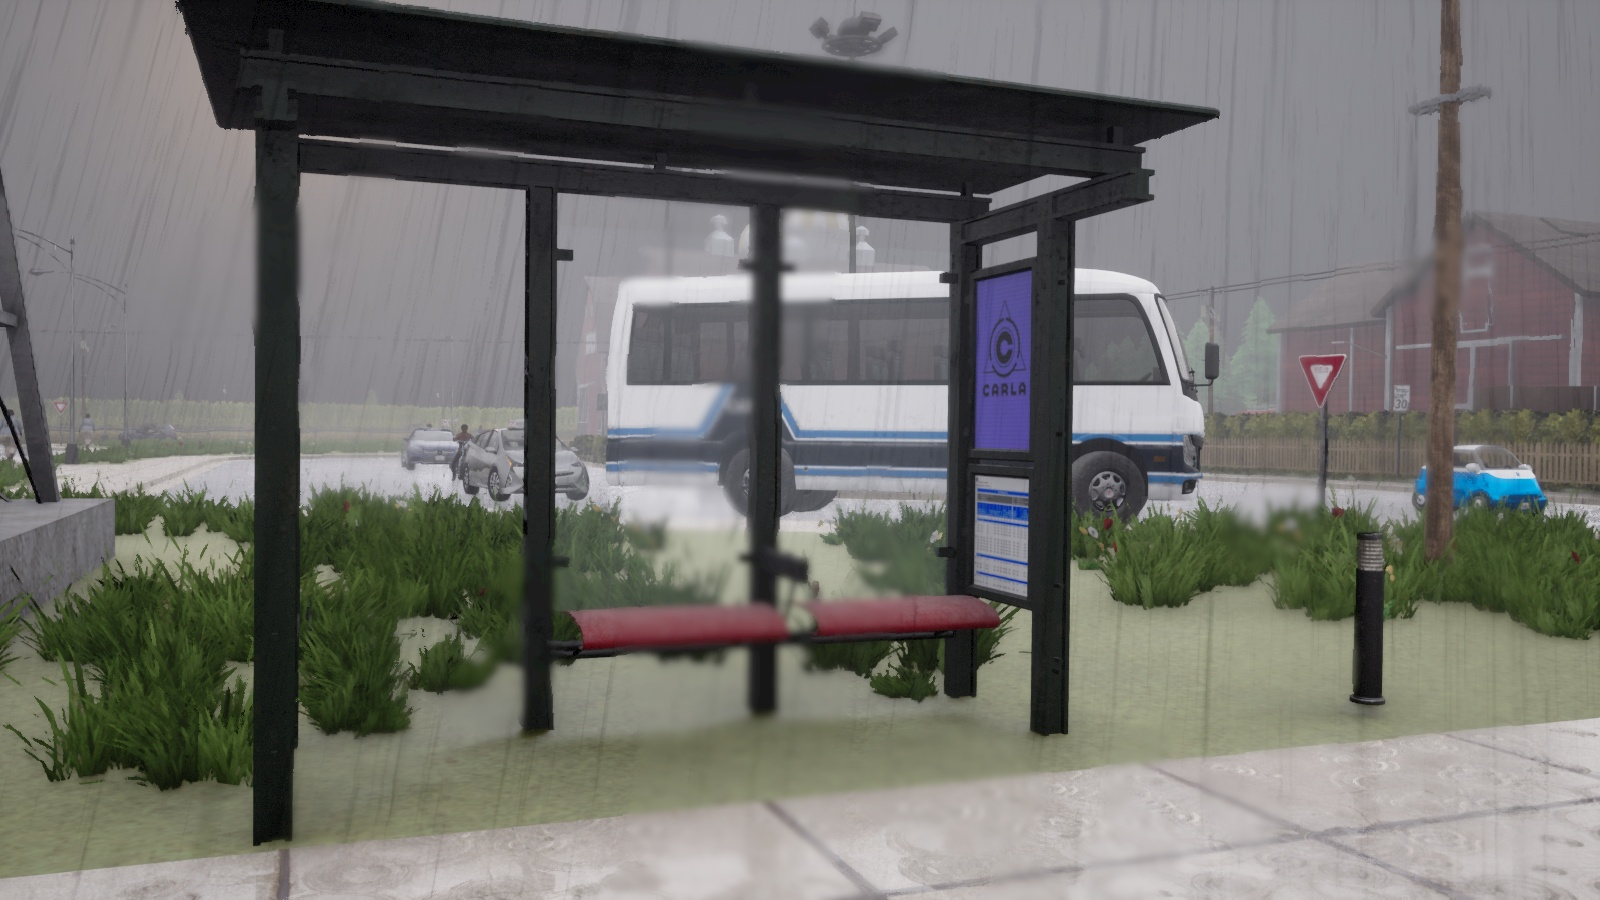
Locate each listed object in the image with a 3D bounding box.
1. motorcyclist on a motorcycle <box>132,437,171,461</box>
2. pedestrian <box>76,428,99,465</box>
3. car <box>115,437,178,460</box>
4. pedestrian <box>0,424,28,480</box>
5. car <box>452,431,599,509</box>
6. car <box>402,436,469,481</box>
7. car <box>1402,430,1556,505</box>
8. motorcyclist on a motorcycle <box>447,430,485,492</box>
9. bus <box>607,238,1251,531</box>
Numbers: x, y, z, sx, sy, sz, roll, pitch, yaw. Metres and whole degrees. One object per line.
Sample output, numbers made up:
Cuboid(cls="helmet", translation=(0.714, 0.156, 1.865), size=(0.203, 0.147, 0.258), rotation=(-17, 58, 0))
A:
Cuboid(cls="motorcyclist on a motorcycle", translation=(-43.194, -0.061, 83.647), size=(2.191, 1.530, 0.866), rotation=(-1, 1, -21))
Cuboid(cls="pedestrian", translation=(-35.861, -0.187, 63.200), size=(0.874, 1.855, 0.900), rotation=(-1, 1, -22))
Cuboid(cls="car", translation=(-45.056, -0.111, 86.682), size=(3.633, 1.501, 1.845), rotation=(-1, 1, -21))
Cuboid(cls="pedestrian", translation=(-26.491, 0.054, 42.139), size=(0.874, 1.855, 0.900), rotation=(-1, 1, -24))
Cuboid(cls="car", translation=(-6.075, 0.365, 27.390), size=(2.007, 1.525, 4.514), rotation=(-1, 1, -27))
Cuboid(cls="car", translation=(-12.737, 0.250, 43.701), size=(1.812, 1.442, 4.674), rotation=(-1, 1, -21))
Cuboid(cls="car", translation=(13.232, 0.311, 24.565), size=(1.481, 1.376, 2.207), rotation=(-1, 1, -21))
Cuboid(cls="motorcyclist on a motorcycle", translation=(-9.341, 0.279, 35.062), size=(0.766, 1.649, 2.350), rotation=(-1, 1, -21))
Cuboid(cls="bus", translation=(2.245, -0.956, 21.675), size=(10.273, 4.253, 3.944), rotation=(0, 1, 18))
